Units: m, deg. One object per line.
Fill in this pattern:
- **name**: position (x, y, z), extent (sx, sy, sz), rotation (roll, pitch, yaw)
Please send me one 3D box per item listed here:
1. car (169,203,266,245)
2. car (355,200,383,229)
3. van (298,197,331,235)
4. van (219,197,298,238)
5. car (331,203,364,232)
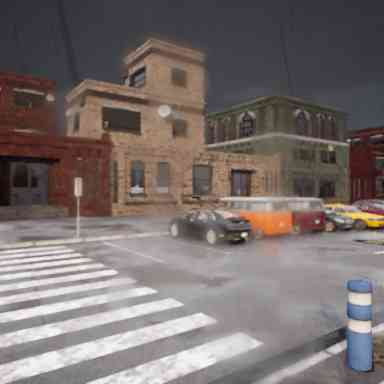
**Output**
- **car**: position (0.740, 1.479, 15.552), extent (2.231, 1.521, 4.892), rotation (0, 0, -35)
- **car**: position (9.901, 1.513, 21.854), extent (1.946, 1.575, 5.366), rotation (0, 0, -35)
- **van**: position (5.198, 1.272, 18.876), extent (1.878, 1.987, 4.442), rotation (0, 0, -35)
- **van**: position (2.933, 1.262, 17.265), extent (1.878, 1.987, 4.442), rotation (0, 0, -35)
- **car**: position (7.527, 1.547, 20.395), extent (2.002, 1.452, 4.674), rotation (0, 0, -35)
